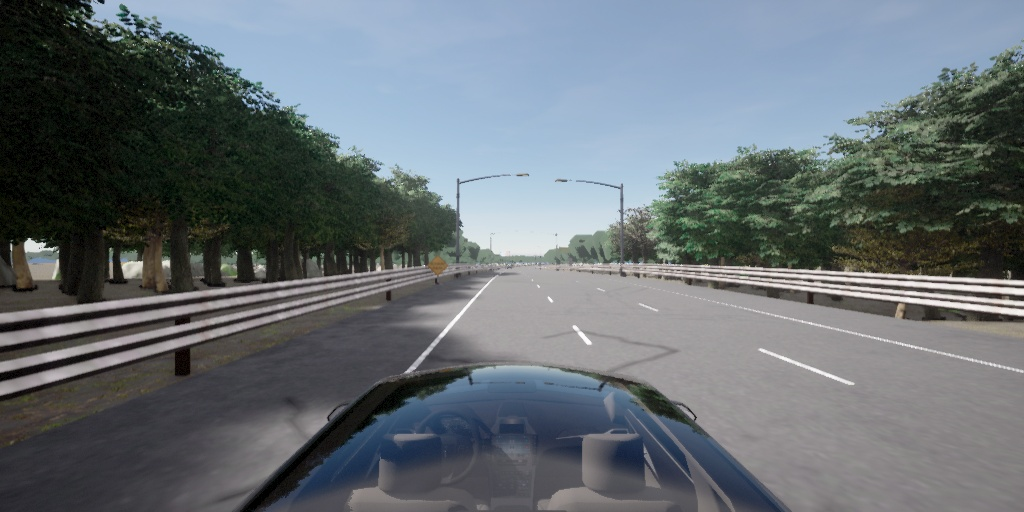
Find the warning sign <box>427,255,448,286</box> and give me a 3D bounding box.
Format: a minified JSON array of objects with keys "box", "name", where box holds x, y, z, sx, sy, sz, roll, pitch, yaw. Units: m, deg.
[{"box":[-4.550,0.870,21.997,1.300,1.860,1.060,0,0,0],"name":"warning sign"}]
